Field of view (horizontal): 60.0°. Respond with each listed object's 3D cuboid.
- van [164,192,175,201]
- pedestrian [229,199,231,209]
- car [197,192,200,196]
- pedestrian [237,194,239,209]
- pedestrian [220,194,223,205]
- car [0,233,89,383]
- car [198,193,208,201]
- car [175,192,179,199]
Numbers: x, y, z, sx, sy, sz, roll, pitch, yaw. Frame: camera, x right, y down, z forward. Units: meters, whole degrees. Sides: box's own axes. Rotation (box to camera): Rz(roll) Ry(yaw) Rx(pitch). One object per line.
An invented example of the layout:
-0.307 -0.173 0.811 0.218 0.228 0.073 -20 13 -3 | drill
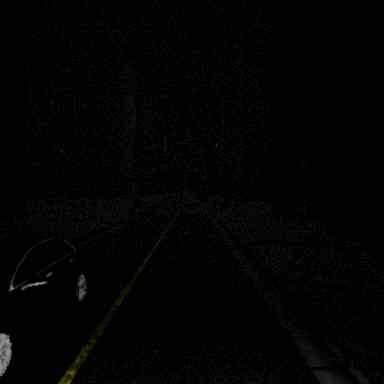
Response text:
-5.622 1.161 78.043 1.690 1.788 3.998 0 0 0 | van
4.642 1.370 40.502 0.375 1.300 0.375 0 0 0 | pedestrian
3.017 1.335 94.935 1.802 1.307 4.206 0 0 0 | car
5.642 1.116 41.103 0.375 1.860 0.375 0 0 0 | pedestrian
3.642 1.073 41.703 0.375 1.860 0.375 0 0 0 | pedestrian
-3.098 1.500 5.261 1.837 1.490 4.892 0 0 0 | car
2.903 1.386 77.987 1.947 1.339 4.313 0 0 0 | car
-5.507 1.193 94.990 1.967 1.590 4.097 0 0 0 | car
